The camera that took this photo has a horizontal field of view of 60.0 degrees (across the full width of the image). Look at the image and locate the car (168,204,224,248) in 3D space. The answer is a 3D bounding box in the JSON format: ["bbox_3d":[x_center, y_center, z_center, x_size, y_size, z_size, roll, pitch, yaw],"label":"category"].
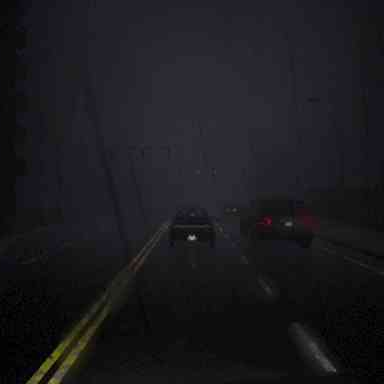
[{"bbox_3d":[0.000,1.492,14.650,2.128,1.511,4.902,0,0,0],"label":"car"}]

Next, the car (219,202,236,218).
[{"bbox_3d":[3.500,1.561,29.650,2.033,1.411,5.357,0,0,0],"label":"car"}]

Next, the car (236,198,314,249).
[{"bbox_3d":[3.500,1.255,14.680,2.150,2.045,5.566,0,0,0],"label":"car"}]

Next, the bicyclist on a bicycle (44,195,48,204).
[{"bbox_3d":[-25.297,1.307,57.638,0.582,1.620,1.656,0,0,0],"label":"bicyclist on a bicycle"}]
